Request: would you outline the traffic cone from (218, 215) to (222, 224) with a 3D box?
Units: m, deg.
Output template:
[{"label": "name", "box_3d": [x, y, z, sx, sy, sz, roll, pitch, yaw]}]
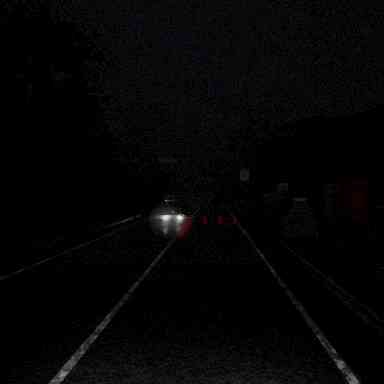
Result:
[{"label": "traffic cone", "box_3d": [1.891, 1.859, 22.205, 0.340, 0.580, 0.340, 0, 0, 4]}]

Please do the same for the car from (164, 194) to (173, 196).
[{"label": "car", "box_3d": [-5.834, 1.175, 83.555, 1.882, 1.535, 5.008, -2, 0, -15]}]

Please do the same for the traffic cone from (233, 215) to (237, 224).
[{"label": "traffic cone", "box_3d": [2.865, 1.863, 22.272, 0.340, 0.580, 0.340, 0, 0, 10]}]

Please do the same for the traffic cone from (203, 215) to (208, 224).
[{"label": "traffic cone", "box_3d": [0.901, 1.854, 22.272, 0.340, 0.580, 0.340, 0, 0, 4]}]

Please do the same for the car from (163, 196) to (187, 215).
[{"label": "car", "box_3d": [-1.560, 1.383, 32.314, 2.033, 1.411, 5.357, 0, 0, 4]}]

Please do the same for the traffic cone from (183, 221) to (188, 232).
[{"label": "traffic cone", "box_3d": [-0.495, 1.878, 16.359, 0.340, 0.580, 0.340, 0, 0, 4]}]

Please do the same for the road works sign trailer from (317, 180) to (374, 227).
[{"label": "road works sign trailer", "box_3d": [7.919, 0.515, 18.580, 3.560, 2.380, 2.880, -5, 7, -42]}]
